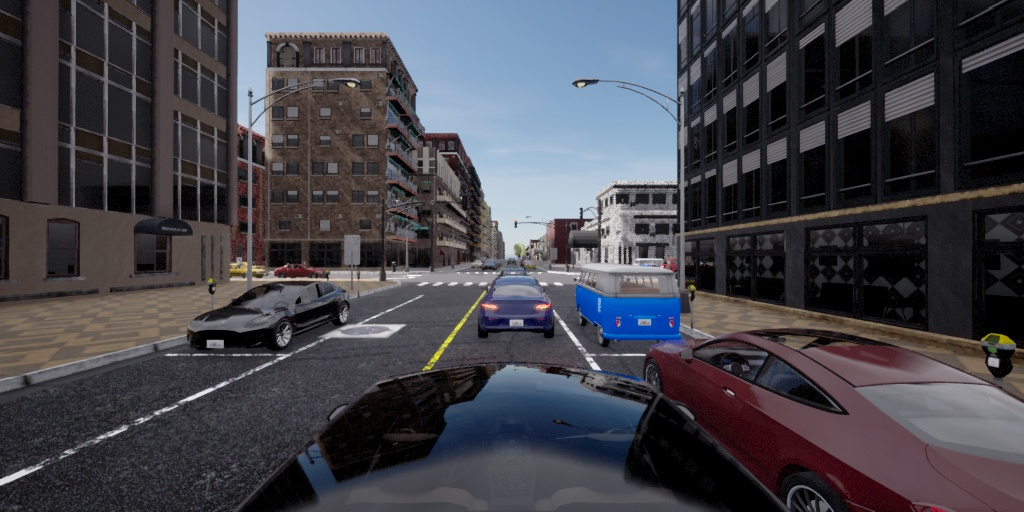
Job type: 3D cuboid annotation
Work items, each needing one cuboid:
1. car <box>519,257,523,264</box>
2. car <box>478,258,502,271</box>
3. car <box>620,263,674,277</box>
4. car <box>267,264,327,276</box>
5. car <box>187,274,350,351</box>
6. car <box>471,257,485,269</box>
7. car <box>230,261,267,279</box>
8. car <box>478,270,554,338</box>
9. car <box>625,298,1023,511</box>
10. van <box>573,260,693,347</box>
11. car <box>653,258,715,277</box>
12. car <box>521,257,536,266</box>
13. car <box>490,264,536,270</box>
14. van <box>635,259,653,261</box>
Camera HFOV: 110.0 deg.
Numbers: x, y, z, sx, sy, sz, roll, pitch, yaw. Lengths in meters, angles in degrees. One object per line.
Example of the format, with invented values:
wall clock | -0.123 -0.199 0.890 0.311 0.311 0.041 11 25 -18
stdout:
car | 2.674 1.380 64.896 1.802 1.307 4.207 0 0 0
car | -3.074 1.327 50.662 2.033 1.411 5.357 0 0 3
car | 13.394 1.417 35.729 4.718 1.301 1.895 0 0 1
car | -17.474 1.283 29.833 4.207 1.307 1.802 0 0 0
car | -5.692 1.317 9.055 1.948 1.339 4.313 0 0 0
car | -5.706 1.316 59.183 1.751 1.417 4.829 0 0 0
car | -22.967 1.215 29.818 4.829 1.417 1.751 0 0 0
car | 0.099 1.277 10.031 1.812 1.442 4.674 0 0 0
car | 2.657 1.332 3.342 1.802 1.307 4.207 0 0 0
van | 2.655 1.092 9.031 1.690 1.789 3.998 0 0 0
car | 14.912 1.107 29.919 5.009 1.841 2.192 0 0 0
car | 2.677 1.309 53.987 1.751 1.417 4.829 0 0 0
car | 0.088 1.317 18.482 1.994 1.385 4.181 0 0 0
van | 14.887 1.174 38.299 3.998 1.789 1.690 0 0 0
